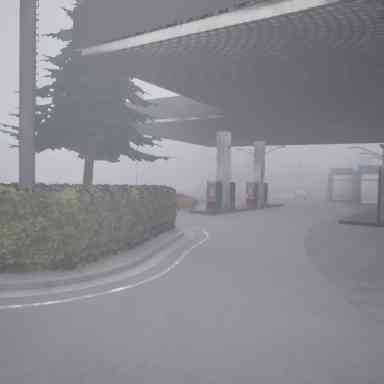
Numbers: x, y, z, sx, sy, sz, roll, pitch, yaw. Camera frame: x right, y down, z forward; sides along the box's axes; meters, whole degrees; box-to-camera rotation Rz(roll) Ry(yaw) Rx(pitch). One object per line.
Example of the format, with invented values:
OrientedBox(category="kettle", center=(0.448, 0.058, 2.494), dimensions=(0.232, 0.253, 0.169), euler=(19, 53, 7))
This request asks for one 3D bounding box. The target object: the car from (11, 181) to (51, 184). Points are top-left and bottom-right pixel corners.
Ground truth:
OrientedBox(category="car", center=(-17.164, -0.169, 35.189), dimensions=(3.866, 1.878, 1.905), euler=(2, 2, 35))

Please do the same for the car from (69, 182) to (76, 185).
OrientedBox(category="car", center=(-25.348, -1.274, 68.052), dimensions=(4.605, 1.855, 1.932), euler=(2, 2, 35))

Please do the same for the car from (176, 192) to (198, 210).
OrientedBox(category="car", center=(-1.389, 0.759, 28.275), dimensions=(1.882, 1.535, 5.008), euler=(2, 2, 36))

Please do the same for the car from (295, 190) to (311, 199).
OrientedBox(category="car", center=(18.916, 0.399, 56.681), dimensions=(1.812, 1.442, 4.674), euler=(2, 2, 35))

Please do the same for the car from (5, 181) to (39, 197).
OrientedBox(category="car", center=(-21.691, -0.452, 42.409), dimensions=(4.605, 1.855, 1.932), euler=(2, 2, 35))

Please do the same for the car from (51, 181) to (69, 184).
OrientedBox(category="car", center=(-26.687, -1.246, 65.441), dimensions=(3.866, 1.878, 1.905), euler=(2, 2, 35))

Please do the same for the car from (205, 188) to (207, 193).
OrientedBox(category="car", center=(4.977, -0.343, 65.563), dimensions=(5.027, 1.636, 2.152), euler=(2, 2, 35))
